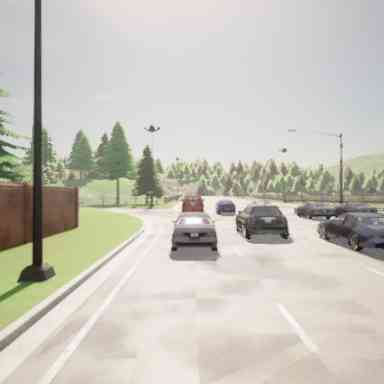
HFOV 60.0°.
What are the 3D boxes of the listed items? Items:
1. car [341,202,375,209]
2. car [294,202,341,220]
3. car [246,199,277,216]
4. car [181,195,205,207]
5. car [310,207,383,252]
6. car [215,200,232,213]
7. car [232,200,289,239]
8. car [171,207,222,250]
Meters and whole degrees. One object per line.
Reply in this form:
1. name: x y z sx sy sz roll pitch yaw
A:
1. car: 14.087 1.614 29.073 2.033 1.411 5.357 0 0 0
2. car: 10.588 1.614 29.067 2.033 1.411 5.357 0 0 0
3. car: 7.085 1.570 34.410 2.128 1.511 4.902 0 0 0
4. car: 0.087 1.298 33.507 2.150 2.045 5.566 0 0 0
5. car: 7.092 1.580 14.059 2.033 1.411 5.357 0 0 0
6. car: 3.586 1.559 35.966 1.882 1.535 5.008 0 0 0
7. car: 3.591 1.393 17.781 2.097 1.767 4.553 0 0 0
8. car: 0.093 1.580 14.345 2.033 1.411 5.357 0 0 0
